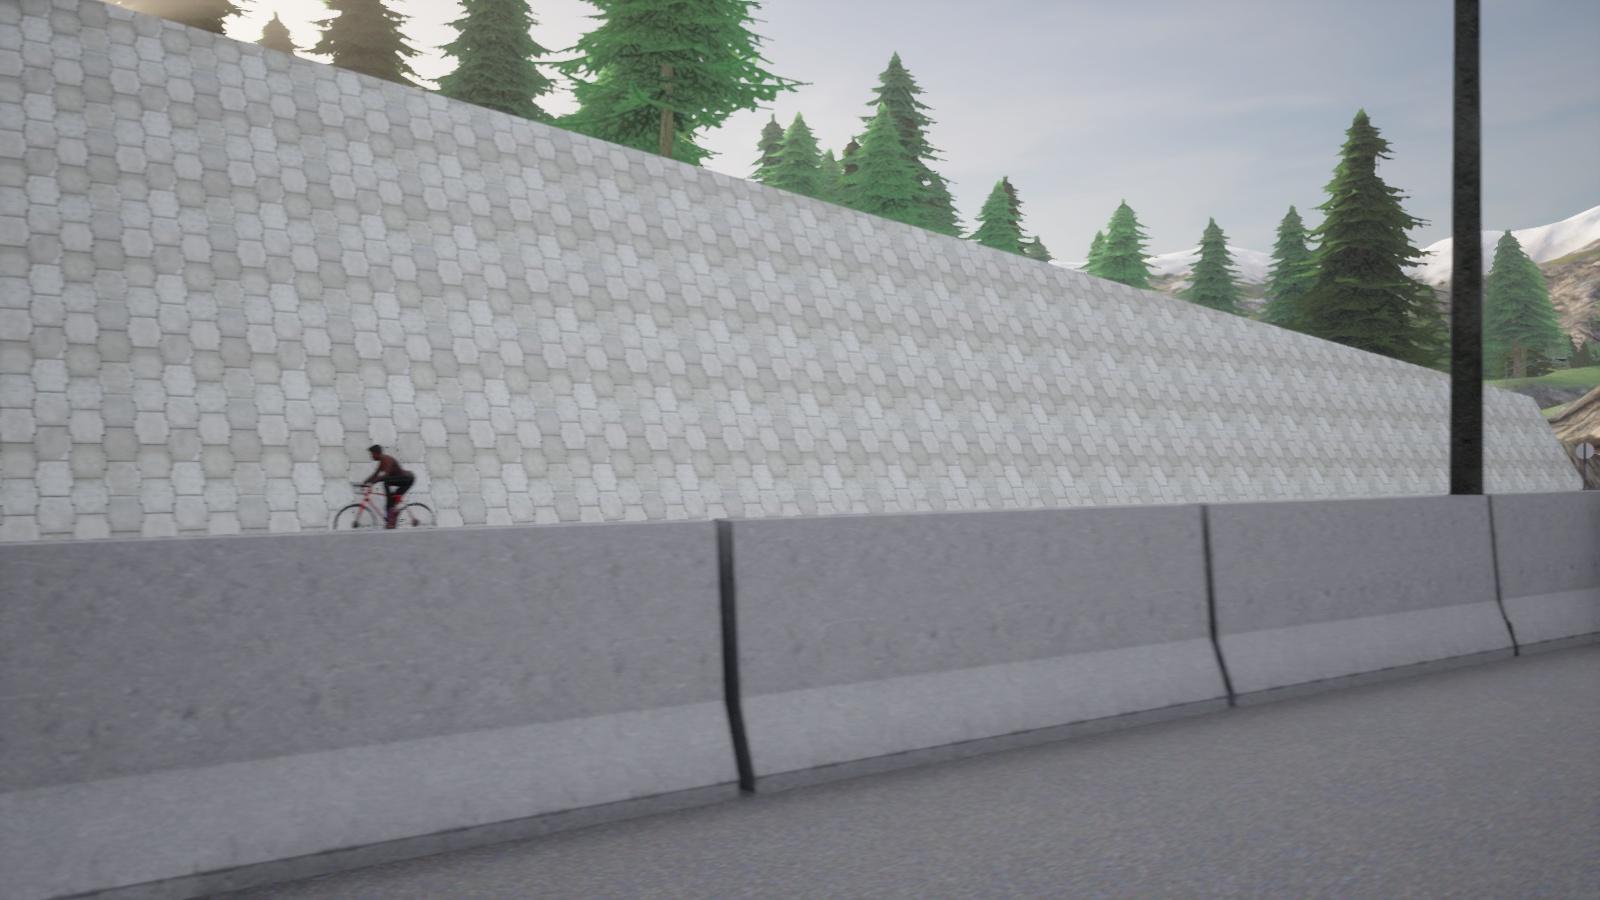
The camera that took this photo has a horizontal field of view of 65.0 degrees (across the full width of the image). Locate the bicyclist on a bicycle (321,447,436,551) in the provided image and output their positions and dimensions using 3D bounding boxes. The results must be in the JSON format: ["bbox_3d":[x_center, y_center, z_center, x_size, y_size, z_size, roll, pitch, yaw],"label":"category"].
[{"bbox_3d":[-6.792,0.761,20.253,1.656,1.620,0.582,0,0,-35],"label":"bicyclist on a bicycle"}]
